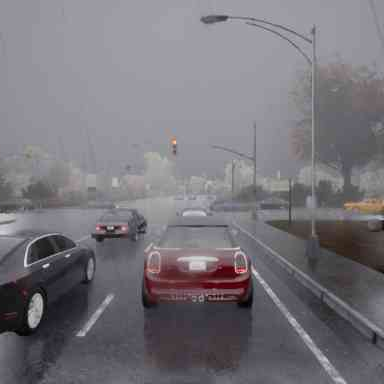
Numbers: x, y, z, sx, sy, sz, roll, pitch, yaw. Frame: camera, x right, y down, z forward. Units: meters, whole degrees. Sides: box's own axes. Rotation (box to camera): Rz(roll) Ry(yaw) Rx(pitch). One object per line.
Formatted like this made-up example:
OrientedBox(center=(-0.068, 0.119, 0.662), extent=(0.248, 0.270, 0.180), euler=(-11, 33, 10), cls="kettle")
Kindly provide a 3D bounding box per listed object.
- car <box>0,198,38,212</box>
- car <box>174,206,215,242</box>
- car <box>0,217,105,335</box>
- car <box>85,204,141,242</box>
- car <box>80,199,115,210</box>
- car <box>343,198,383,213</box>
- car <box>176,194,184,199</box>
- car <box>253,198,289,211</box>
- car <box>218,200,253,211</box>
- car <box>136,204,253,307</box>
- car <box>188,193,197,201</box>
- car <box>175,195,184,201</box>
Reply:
OrientedBox(center=(-20.439, 1.505, 38.446), extent=(4.892, 1.490, 1.837), euler=(0, 0, 3), cls="car")
OrientedBox(center=(0.116, 1.526, 17.152), extent=(1.812, 1.442, 4.674), euler=(0, 0, 0), cls="car")
OrientedBox(center=(-3.393, 1.505, 6.699), extent=(1.837, 1.490, 4.892), euler=(0, 0, 0), cls="car")
OrientedBox(center=(-3.387, 1.547, 16.358), extent=(2.033, 1.411, 5.357), euler=(0, 0, 0), cls="car")
OrientedBox(center=(-11.720, 1.564, 41.450), extent=(4.181, 1.385, 1.994), euler=(0, 0, 3), cls="car")
OrientedBox(center=(19.093, 1.474, 36.185), extent=(5.008, 1.535, 1.882), euler=(-1, 0, 3), cls="car")
OrientedBox(center=(-3.365, 1.402, 95.380), extent=(1.994, 1.385, 4.181), euler=(0, 0, 1), cls="car")
OrientedBox(center=(9.474, 1.505, 40.398), extent=(4.892, 1.490, 1.837), euler=(0, 0, 6), cls="car")
OrientedBox(center=(4.062, 1.565, 36.185), extent=(4.181, 1.385, 1.994), euler=(0, 0, -9), cls="car")
OrientedBox(center=(0.107, 1.352, 8.112), extent=(2.097, 1.767, 4.553), euler=(0, 0, 0), cls="car")
OrientedBox(center=(0.085, 1.517, 85.385), extent=(1.812, 1.442, 4.674), euler=(0, 0, 0), cls="car")
OrientedBox(center=(-3.415, 1.545, 85.354), extent=(1.994, 1.385, 4.181), euler=(0, 0, 0), cls="car")
